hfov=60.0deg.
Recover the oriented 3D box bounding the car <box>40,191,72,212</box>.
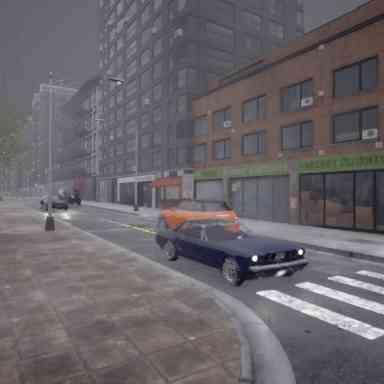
[{"bbox_3d":[-12.884,0.960,30.903,1.882,1.535,5.008,0,0,-32],"label":"car"}]

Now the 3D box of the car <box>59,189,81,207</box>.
[{"bbox_3d":[-14.729,0.635,39.335,2.150,2.045,5.566,0,0,-32],"label":"car"}]

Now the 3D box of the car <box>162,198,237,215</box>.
[{"bbox_3d":[0.163,1.127,15.768,2.097,1.767,4.553,0,1,-32],"label":"car"}]

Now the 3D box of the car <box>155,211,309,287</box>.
[{"bbox_3d":[0.798,1.456,9.246,1.895,1.301,4.718,0,1,-32],"label":"car"}]
